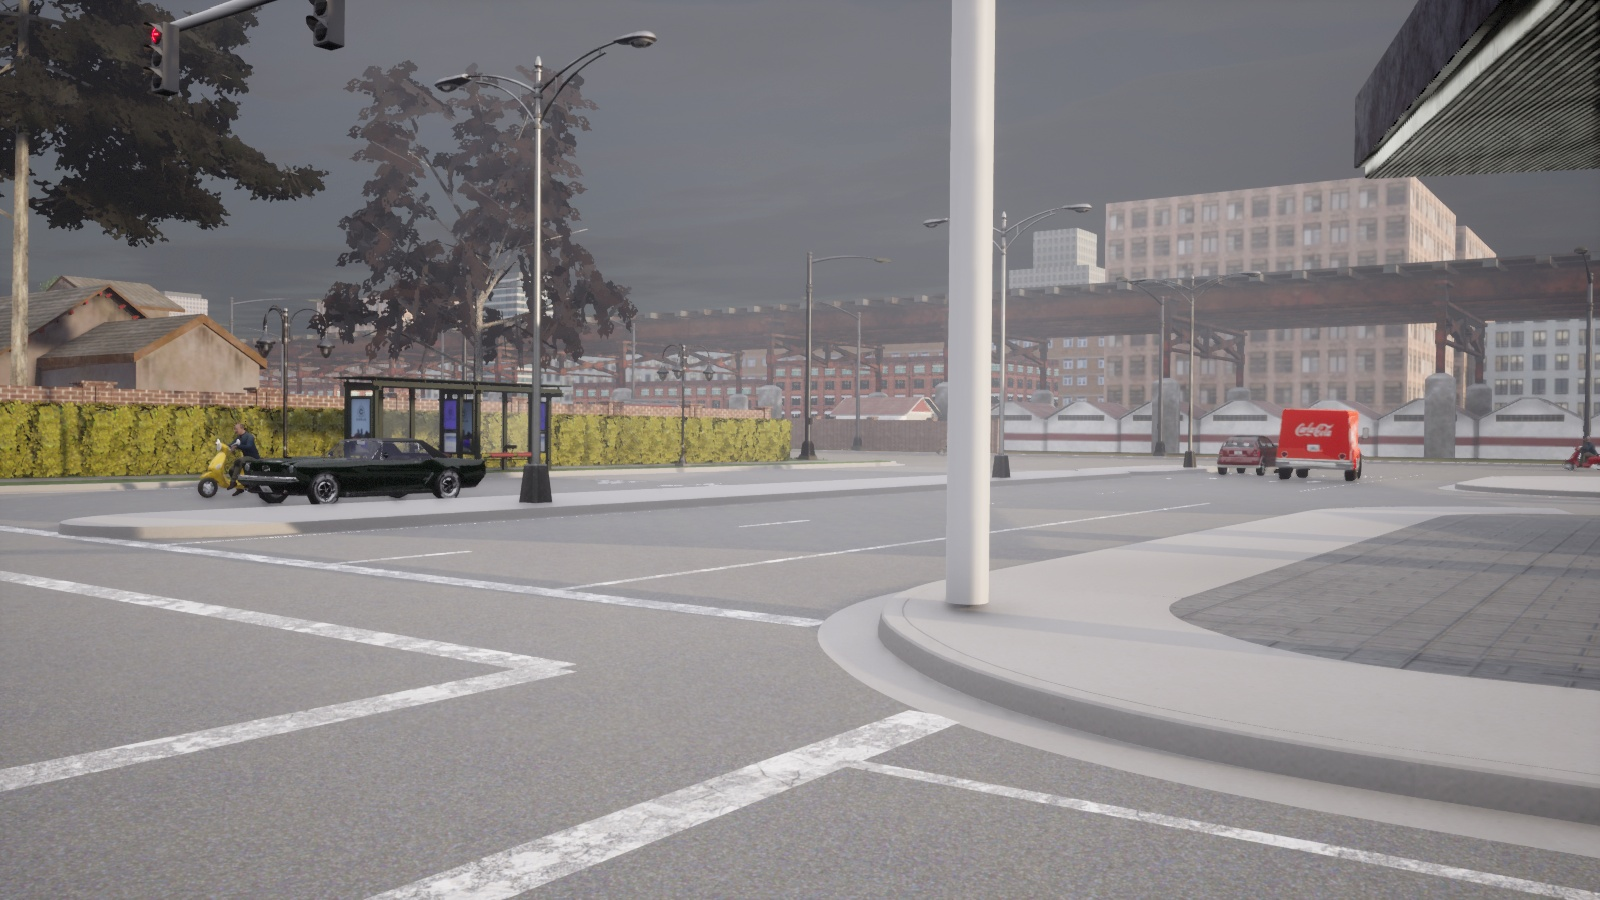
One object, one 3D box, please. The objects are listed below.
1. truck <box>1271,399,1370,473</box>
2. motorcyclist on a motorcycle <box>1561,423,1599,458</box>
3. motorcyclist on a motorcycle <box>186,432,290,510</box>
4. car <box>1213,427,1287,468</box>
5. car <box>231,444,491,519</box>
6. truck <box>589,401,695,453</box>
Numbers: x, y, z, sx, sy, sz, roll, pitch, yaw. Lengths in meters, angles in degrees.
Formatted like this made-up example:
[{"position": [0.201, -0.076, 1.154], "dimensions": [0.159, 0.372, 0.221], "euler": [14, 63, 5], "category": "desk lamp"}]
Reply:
[{"position": [18.590, -0.535, 44.694], "dimensions": [2.627, 2.467, 5.204], "euler": [1, 2, 29], "category": "truck"}, {"position": [36.707, -0.450, 58.746], "dimensions": [1.817, 1.590, 0.866], "euler": [0, 1, 35], "category": "motorcyclist on a motorcycle"}, {"position": [-11.985, 0.427, 26.842], "dimensions": [0.866, 1.590, 1.817], "euler": [0, 1, 35], "category": "motorcyclist on a motorcycle"}, {"position": [17.607, -0.119, 49.045], "dimensions": [1.789, 1.549, 3.705], "euler": [0, 1, 35], "category": "car"}, {"position": [-8.724, 0.564, 25.371], "dimensions": [1.895, 1.301, 4.718], "euler": [0, 1, 35], "category": "car"}, {"position": [-12.336, -1.811, 97.601], "dimensions": [8.468, 3.827, 2.891], "euler": [1, 2, 35], "category": "truck"}]
